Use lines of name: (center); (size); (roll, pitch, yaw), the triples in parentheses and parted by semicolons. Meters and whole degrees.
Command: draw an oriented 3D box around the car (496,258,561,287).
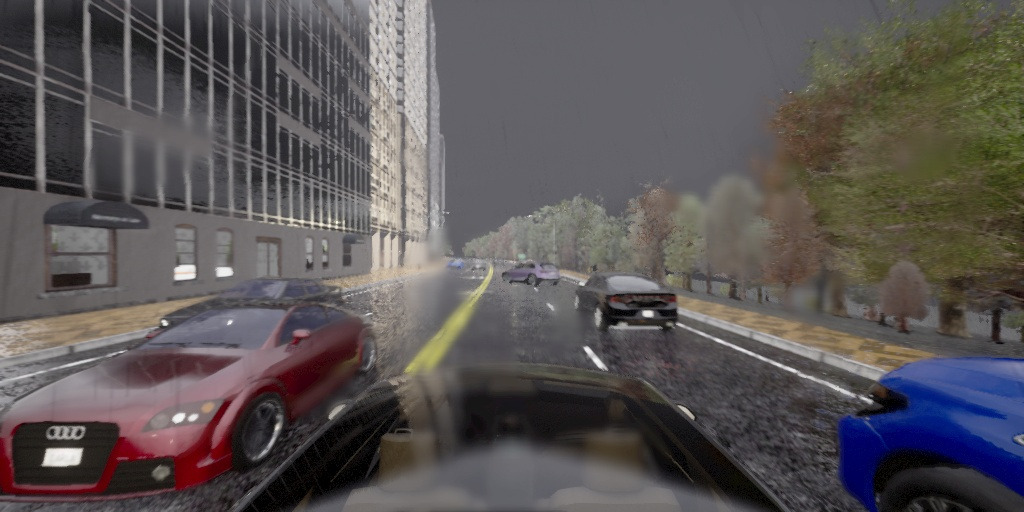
car: (1.236, 1.163, 24.434); (2.033, 1.649, 4.856); (0, 0, -35)

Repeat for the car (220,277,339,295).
car: (-6.636, 1.303, 10.067); (2.033, 1.411, 5.357); (0, 0, 0)

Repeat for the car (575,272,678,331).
car: (3.213, 1.219, 11.004); (1.882, 1.535, 5.008); (0, 0, -1)

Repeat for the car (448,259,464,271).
car: (-7.808, 1.200, 50.225); (1.882, 1.535, 5.008); (0, 0, -3)

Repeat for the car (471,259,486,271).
car: (-4.466, 1.210, 48.586); (2.128, 1.511, 4.902); (0, 0, -2)

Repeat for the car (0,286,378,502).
car: (-3.363, 1.318, 4.674); (1.994, 1.385, 4.181); (0, 0, 0)

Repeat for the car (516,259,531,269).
car: (1.764, 1.204, 55.204); (1.837, 1.490, 4.892); (0, 0, -3)
